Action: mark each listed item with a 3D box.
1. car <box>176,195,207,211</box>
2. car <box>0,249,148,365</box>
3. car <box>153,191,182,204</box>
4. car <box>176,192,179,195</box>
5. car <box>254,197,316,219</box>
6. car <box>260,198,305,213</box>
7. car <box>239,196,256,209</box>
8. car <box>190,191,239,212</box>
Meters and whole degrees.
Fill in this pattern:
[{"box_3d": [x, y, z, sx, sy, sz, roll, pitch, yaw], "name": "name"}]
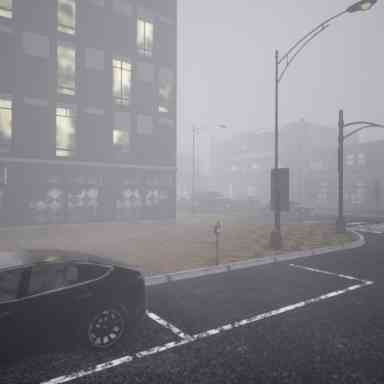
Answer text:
[{"box_3d": [-0.785, 1.228, 33.722, 1.802, 1.307, 4.206, 1, 0, -36], "name": "car"}, {"box_3d": [-2.707, 1.566, 4.623, 4.313, 1.339, 1.947, 0, 0, -36], "name": "car"}, {"box_3d": [-3.892, 0.790, 52.088, 2.192, 1.841, 5.009, 1, 0, -36], "name": "car"}, {"box_3d": [-0.610, 1.097, 47.622, 2.008, 1.369, 4.403, 1, 0, -36], "name": "car"}, {"box_3d": [7.598, 1.315, 26.690, 1.812, 1.442, 4.674, 0, 1, -36], "name": "car"}, {"box_3d": [9.252, 1.336, 34.222, 1.802, 1.307, 4.206, 1, 0, -36], "name": "car"}, {"box_3d": [5.966, 1.126, 38.690, 1.967, 1.590, 4.097, 1, 0, -36], "name": "car"}, {"box_3d": [1.843, 0.891, 34.512, 2.150, 2.045, 5.566, 0, 1, -36], "name": "car"}]
